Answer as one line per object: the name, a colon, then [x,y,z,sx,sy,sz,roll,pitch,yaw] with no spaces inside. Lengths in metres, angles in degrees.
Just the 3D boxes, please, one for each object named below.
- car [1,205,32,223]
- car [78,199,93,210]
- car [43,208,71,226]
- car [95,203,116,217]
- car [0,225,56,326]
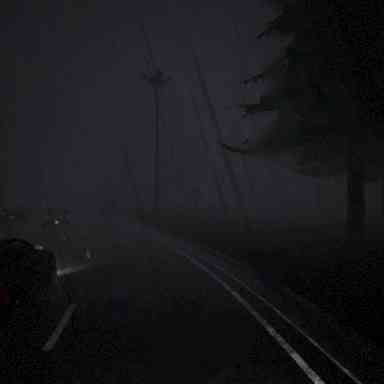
car: [-15.388,1.893,29.224,1.812,1.442,4.674,0,-1,-20]
car: [-17.777,2.249,56.172,1.895,1.301,4.718,0,-1,-20]
car: [-10.514,1.913,26.068,1.895,1.301,4.718,0,-1,-20]
car: [-9.572,1.944,37.063,1.812,1.442,4.674,0,-1,-20]
car: [-4.295,1.656,7.073,1.994,1.385,4.181,0,-1,-10]
